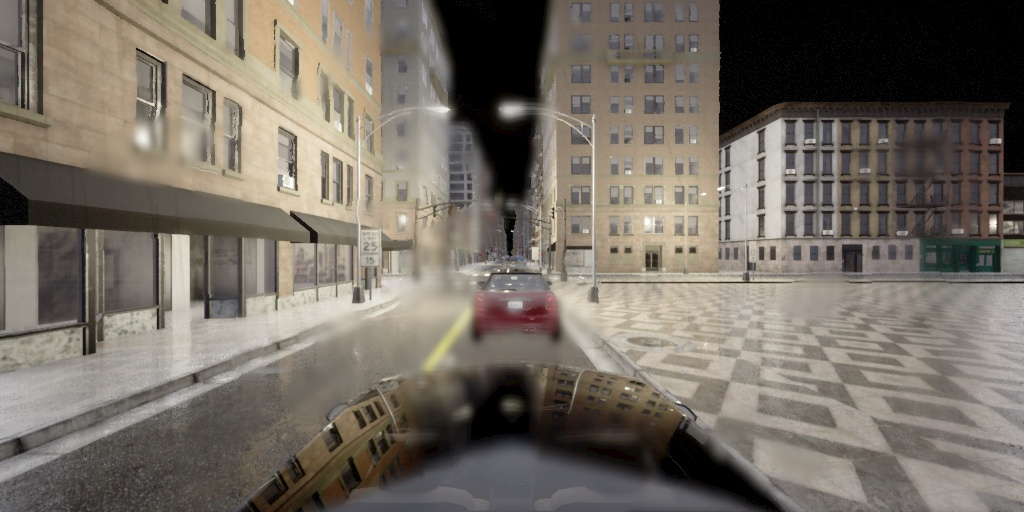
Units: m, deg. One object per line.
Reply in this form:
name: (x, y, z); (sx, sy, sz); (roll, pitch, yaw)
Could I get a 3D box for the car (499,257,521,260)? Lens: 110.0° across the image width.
car: (0.057, 1.100, 19.748); (2.097, 1.767, 4.553); (0, 0, -1)

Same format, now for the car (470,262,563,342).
car: (0.106, 1.101, 9.932); (2.097, 1.767, 4.553); (0, 0, 0)
